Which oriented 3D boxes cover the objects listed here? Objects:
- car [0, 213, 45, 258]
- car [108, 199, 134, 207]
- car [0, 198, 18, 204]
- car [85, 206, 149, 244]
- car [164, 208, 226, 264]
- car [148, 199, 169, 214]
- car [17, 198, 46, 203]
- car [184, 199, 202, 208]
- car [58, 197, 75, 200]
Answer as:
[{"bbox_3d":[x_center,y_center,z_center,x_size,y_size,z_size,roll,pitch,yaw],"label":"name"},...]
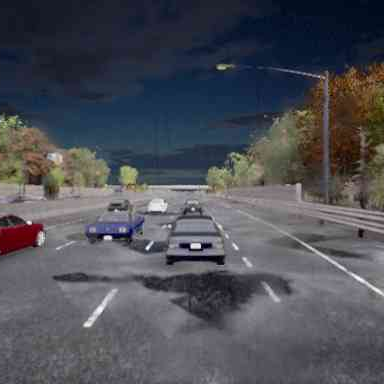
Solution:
[{"bbox_3d":[-6.897,1.448,11.520,1.882,1.535,5.008,0,0,0],"label":"car"},{"bbox_3d":[-6.895,1.434,32.477,1.837,1.490,4.892,0,0,0],"label":"car"},{"bbox_3d":[-24.562,1.458,45.268,2.033,1.411,5.357,0,0,0],"label":"car"},{"bbox_3d":[-3.397,1.562,15.698,1.895,1.301,4.718,0,0,0],"label":"car"},{"bbox_3d":[0.102,1.518,11.613,2.033,1.411,5.357,0,0,0],"label":"car"},{"bbox_3d":[-3.396,1.453,33.452,1.812,1.442,4.674,0,0,0],"label":"car"},{"bbox_3d":[-21.071,1.512,44.899,1.895,1.301,4.718,0,0,0],"label":"car"},{"bbox_3d":[0.104,1.453,33.537,1.812,1.442,4.674,0,0,0],"label":"car"},{"bbox_3d":[-17.567,1.402,46.401,2.128,1.511,4.902,0,0,0],"label":"car"}]
